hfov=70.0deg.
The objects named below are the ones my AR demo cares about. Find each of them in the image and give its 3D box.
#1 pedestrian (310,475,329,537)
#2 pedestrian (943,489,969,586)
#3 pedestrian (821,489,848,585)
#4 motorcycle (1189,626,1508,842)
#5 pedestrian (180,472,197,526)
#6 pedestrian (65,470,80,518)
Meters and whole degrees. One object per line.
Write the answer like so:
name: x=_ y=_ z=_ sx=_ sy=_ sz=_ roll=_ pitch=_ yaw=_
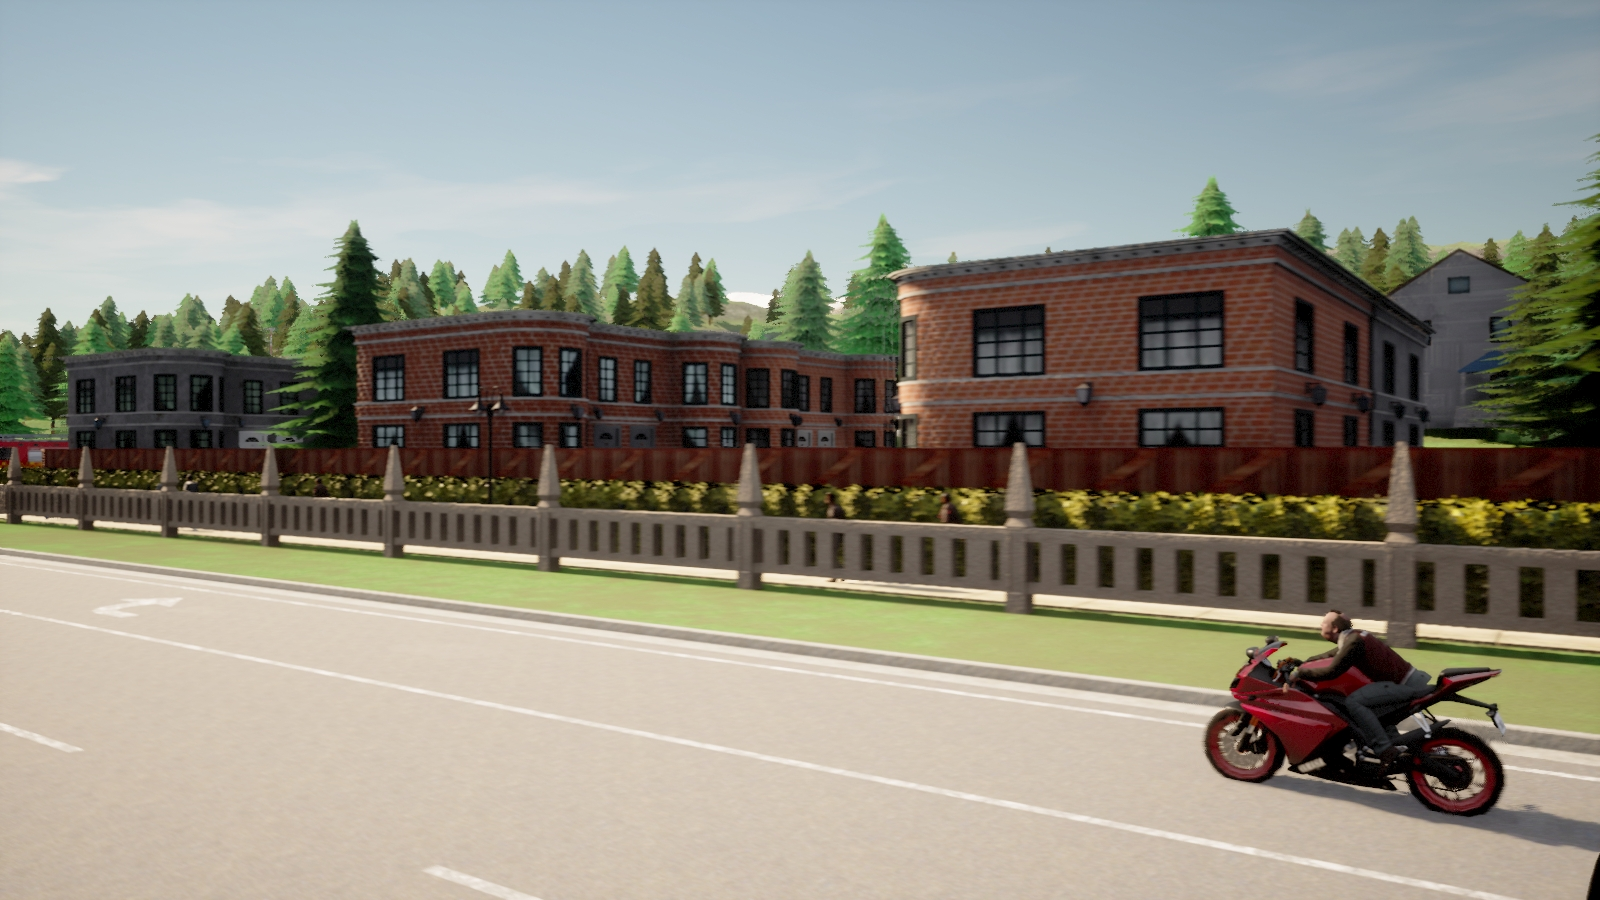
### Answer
pedestrian: x=-14.535 y=1.696 z=34.575 sx=0.375 sy=1.860 sz=0.375 roll=0 pitch=0 yaw=36
pedestrian: x=3.056 y=1.698 z=22.357 sx=0.375 sy=1.860 sz=0.375 roll=0 pitch=0 yaw=33
pedestrian: x=0.677 y=1.697 z=22.467 sx=0.375 sy=1.860 sz=0.375 roll=0 pitch=0 yaw=35
motorcycle: x=4.401 y=2.205 z=9.248 sx=2.209 sy=1.251 sz=0.867 roll=0 pitch=0 yaw=35
pedestrian: x=-21.236 y=1.697 z=39.669 sx=0.375 sy=1.860 sz=0.375 roll=0 pitch=0 yaw=34
pedestrian: x=-28.183 y=1.699 z=44.268 sx=0.375 sy=1.860 sz=0.375 roll=0 pitch=0 yaw=35
